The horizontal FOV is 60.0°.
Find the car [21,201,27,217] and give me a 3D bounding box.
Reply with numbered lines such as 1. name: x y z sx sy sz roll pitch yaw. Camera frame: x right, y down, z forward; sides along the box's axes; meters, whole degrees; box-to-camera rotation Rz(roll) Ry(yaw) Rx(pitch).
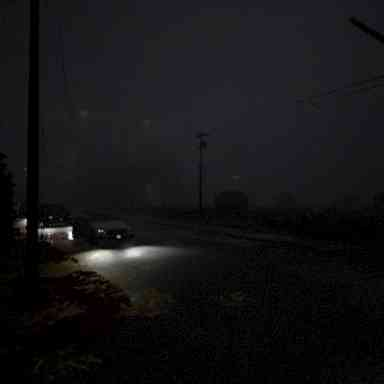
1. car: -15.746 1.632 32.760 2.128 1.511 4.902 1 0 -34

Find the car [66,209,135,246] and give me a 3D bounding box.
1. car: -4.401 1.619 15.975 1.812 1.442 4.674 1 -1 -34

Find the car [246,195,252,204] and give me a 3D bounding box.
1. car: 13.631 1.843 80.795 1.905 1.878 3.866 6 3 12

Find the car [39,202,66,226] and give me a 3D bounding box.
1. car: -10.179 1.623 24.505 1.837 1.490 4.892 1 -1 -34
